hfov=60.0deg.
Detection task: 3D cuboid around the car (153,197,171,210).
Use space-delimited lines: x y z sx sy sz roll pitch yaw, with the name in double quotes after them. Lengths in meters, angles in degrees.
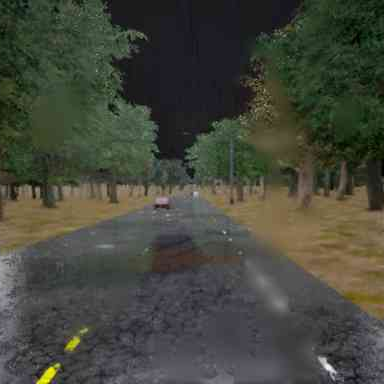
-3.575 1.317 40.181 1.882 1.535 5.008 0 1 0 "car"
